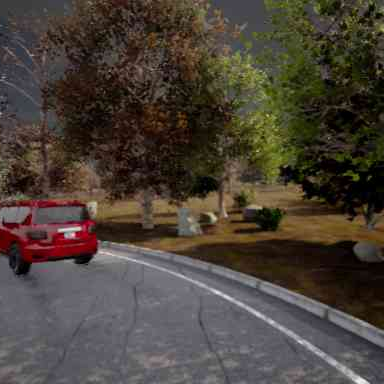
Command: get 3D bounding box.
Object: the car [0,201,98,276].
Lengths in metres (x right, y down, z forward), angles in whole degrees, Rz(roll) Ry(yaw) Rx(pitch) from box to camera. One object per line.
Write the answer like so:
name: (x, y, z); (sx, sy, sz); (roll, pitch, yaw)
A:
car: (-5.247, 1.319, 11.087); (2.150, 2.045, 5.566); (0, -1, -44)
